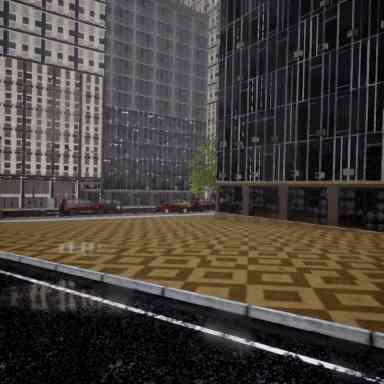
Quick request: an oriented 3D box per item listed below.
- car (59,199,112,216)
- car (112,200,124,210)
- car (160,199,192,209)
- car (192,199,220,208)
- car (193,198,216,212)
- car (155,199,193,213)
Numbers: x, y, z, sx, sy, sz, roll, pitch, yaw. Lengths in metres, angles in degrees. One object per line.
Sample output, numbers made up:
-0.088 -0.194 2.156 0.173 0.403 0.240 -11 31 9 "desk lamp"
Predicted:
-11.888 1.646 36.303 5.009 1.841 2.192 1 1 -34 "car"
-11.667 1.721 46.011 4.403 1.369 2.008 1 1 -34 "car"
-2.453 1.786 52.321 4.829 1.417 1.752 1 1 -34 "car"
2.364 1.874 55.621 4.313 1.339 1.947 1 1 -34 "car"
2.142 1.783 45.913 5.009 1.841 2.192 1 1 -34 "car"
-2.540 1.967 42.714 4.507 1.381 1.887 1 1 -34 "car"
